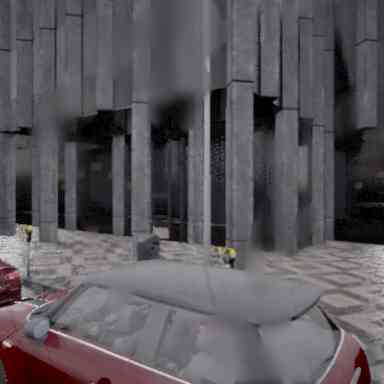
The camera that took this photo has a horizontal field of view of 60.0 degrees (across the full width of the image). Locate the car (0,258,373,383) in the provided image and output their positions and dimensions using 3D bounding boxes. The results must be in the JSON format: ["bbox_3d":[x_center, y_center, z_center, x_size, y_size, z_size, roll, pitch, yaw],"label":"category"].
[{"bbox_3d":[-0.515,1.436,3.330,4.097,1.590,1.967,0,0,35],"label":"car"}]
